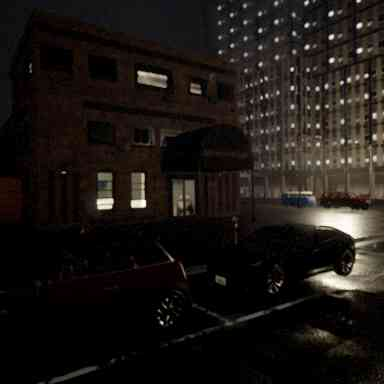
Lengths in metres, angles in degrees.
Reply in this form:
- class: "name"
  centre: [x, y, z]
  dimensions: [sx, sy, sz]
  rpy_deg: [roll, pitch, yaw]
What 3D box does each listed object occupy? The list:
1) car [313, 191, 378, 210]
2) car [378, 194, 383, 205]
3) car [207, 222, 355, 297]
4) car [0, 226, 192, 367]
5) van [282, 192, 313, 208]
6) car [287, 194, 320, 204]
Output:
- class: "car"
  centre: [15.280, 0.858, 33.321]
  dimensions: [2.192, 1.841, 5.009]
  rpy_deg: [-1, 1, -35]
- class: "car"
  centre: [22.156, 0.929, 38.118]
  dimensions: [2.008, 1.369, 4.403]
  rpy_deg: [-1, 1, -35]
- class: "car"
  centre: [2.380, 1.470, 8.333]
  dimensions: [4.313, 1.339, 1.947]
  rpy_deg: [-1, 0, -35]
- class: "car"
  centre: [-2.084, 1.424, 5.079]
  dimensions: [4.097, 1.590, 1.967]
  rpy_deg: [-1, 0, -35]
- class: "van"
  centre: [12.110, 0.875, 37.865]
  dimensions: [1.690, 1.788, 3.998]
  rpy_deg: [-1, 1, -35]
- class: "car"
  centre: [15.816, 0.943, 47.207]
  dimensions: [1.802, 1.307, 4.206]
  rpy_deg: [-1, 1, -35]
